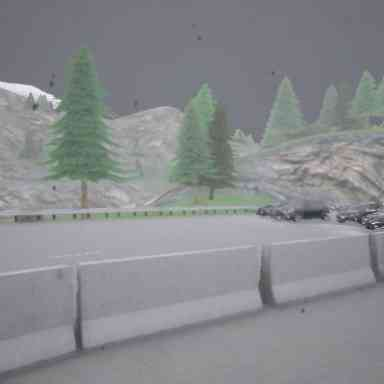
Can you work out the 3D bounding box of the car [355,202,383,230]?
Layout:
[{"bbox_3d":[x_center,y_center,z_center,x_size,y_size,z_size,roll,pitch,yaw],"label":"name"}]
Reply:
[{"bbox_3d":[12.190,1.505,19.569,4.892,1.490,1.837,1,0,-28],"label":"car"}]

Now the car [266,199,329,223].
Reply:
[{"bbox_3d":[8.329,1.325,25.383,4.553,1.767,2.097,0,0,-28],"label":"car"}]

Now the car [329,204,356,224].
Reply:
[{"bbox_3d":[12.364,1.497,23.593,4.892,1.490,1.837,1,0,-27],"label":"car"}]

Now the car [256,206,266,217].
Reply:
[{"bbox_3d":[7.666,1.526,29.007,4.181,1.385,1.994,0,0,-27],"label":"car"}]
